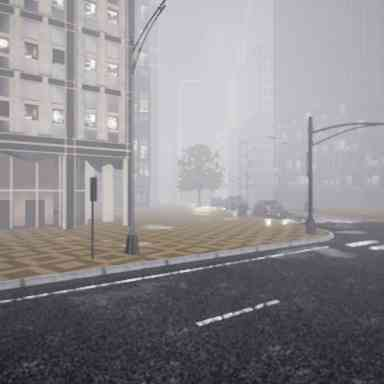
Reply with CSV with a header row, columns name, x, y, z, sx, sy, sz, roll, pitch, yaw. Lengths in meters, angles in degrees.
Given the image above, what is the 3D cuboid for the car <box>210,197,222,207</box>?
name,x,y,z,sx,sy,sz,roll,pitch,yaw
car,4.344,1.974,57.687,1.895,1.301,4.718,0,0,-7

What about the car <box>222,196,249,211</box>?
name,x,y,z,sx,sy,sz,roll,pitch,yaw
car,5.998,1.494,44.961,2.150,2.045,5.566,0,-1,-7

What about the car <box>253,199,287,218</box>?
name,x,y,z,sx,sy,sz,roll,pitch,yaw
car,7.606,1.528,32.702,2.097,1.767,4.553,0,0,-8
